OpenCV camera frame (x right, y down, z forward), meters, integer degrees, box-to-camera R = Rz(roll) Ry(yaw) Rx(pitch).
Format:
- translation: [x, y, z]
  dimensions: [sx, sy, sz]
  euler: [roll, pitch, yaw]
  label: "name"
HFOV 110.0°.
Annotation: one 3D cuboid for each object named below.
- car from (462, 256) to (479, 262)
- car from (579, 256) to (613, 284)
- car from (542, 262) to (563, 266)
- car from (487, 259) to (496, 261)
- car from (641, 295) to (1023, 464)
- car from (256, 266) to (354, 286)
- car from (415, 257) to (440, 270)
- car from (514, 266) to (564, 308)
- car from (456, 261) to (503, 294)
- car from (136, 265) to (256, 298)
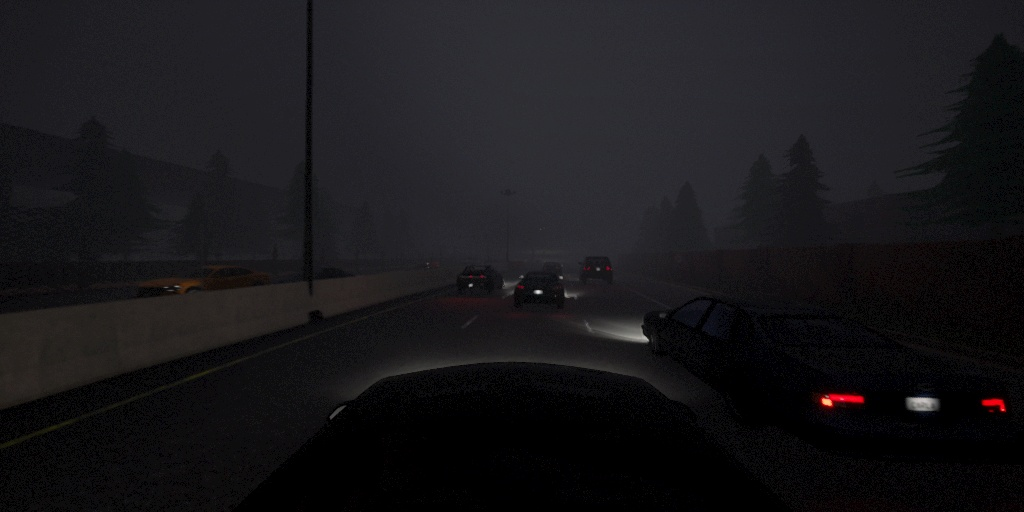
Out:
- translation: [-6.888, 1.085, 59.568]
  dimensions: [2.150, 2.045, 5.566]
  euler: [0, 0, 8]
  label: "car"
- translation: [6.447, 1.035, 27.854]
  dimensions: [2.150, 2.045, 5.566]
  euler: [0, 0, 8]
  label: "car"
- translation: [3.927, 1.282, 35.112]
  dimensions: [1.882, 1.535, 5.008]
  euler: [0, 0, 8]
  label: "car"
- translation: [-3.418, 1.250, 59.112]
  dimensions: [1.994, 1.385, 4.181]
  euler: [0, 0, 8]
  label: "car"
- translation: [3.678, 1.325, 5.588]
  dimensions: [2.033, 1.411, 5.357]
  euler: [0, 0, 3]
  label: "car"
- translation: [-9.360, 1.229, 17.159]
  dimensions: [1.812, 1.442, 4.674]
  euler: [0, 0, 7]
  label: "car"
- translation: [-11.802, 1.070, 50.189]
  dimensions: [2.097, 1.767, 4.553]
  euler: [0, 0, 8]
  label: "car"
- translation: [1.246, 1.334, 15.514]
  dimensions: [1.994, 1.385, 4.181]
  euler: [0, 0, 7]
  label: "car"
- translation: [-1.695, 1.247, 20.123]
  dimensions: [2.128, 1.511, 4.902]
  euler: [0, 0, 8]
  label: "car"
- translation: [-13.080, 1.156, 15.637]
  dimensions: [1.882, 1.535, 5.008]
  euler: [0, 0, 7]
  label: "car"
